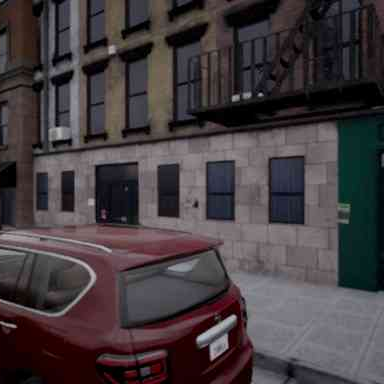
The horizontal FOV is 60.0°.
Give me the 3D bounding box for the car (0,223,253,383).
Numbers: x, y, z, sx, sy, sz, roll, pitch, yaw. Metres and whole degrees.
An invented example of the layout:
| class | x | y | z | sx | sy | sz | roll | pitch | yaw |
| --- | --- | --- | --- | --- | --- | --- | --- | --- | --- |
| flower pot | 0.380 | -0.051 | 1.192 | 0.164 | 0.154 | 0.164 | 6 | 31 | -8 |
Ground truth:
| class | x | y | z | sx | sy | sz | roll | pitch | yaw |
| --- | --- | --- | --- | --- | --- | --- | --- | --- | --- |
| car | -1.725 | 1.320 | 4.045 | 5.009 | 1.841 | 2.192 | 0 | 0 | 36 |
